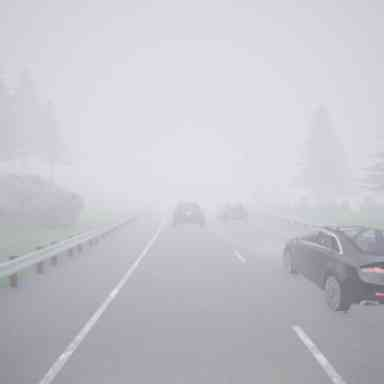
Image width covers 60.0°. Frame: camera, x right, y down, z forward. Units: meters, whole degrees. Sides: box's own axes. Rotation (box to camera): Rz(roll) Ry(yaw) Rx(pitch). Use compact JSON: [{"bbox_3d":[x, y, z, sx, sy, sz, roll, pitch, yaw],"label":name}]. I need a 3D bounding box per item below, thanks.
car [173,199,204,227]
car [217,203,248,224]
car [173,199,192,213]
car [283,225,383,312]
[{"bbox_3d":[-0.295,1.448,23.597,2.097,1.767,4.553,0,0,-2],"label":"car"},{"bbox_3d":[3.112,1.597,26.032,2.128,1.511,4.902,0,0,-2],"label":"car"},{"bbox_3d":[-1.296,1.659,41.506,2.128,1.511,4.902,0,0,-4],"label":"car"},{"bbox_3d":[3.570,1.523,7.749,2.128,1.511,4.902,0,0,0],"label":"car"}]
